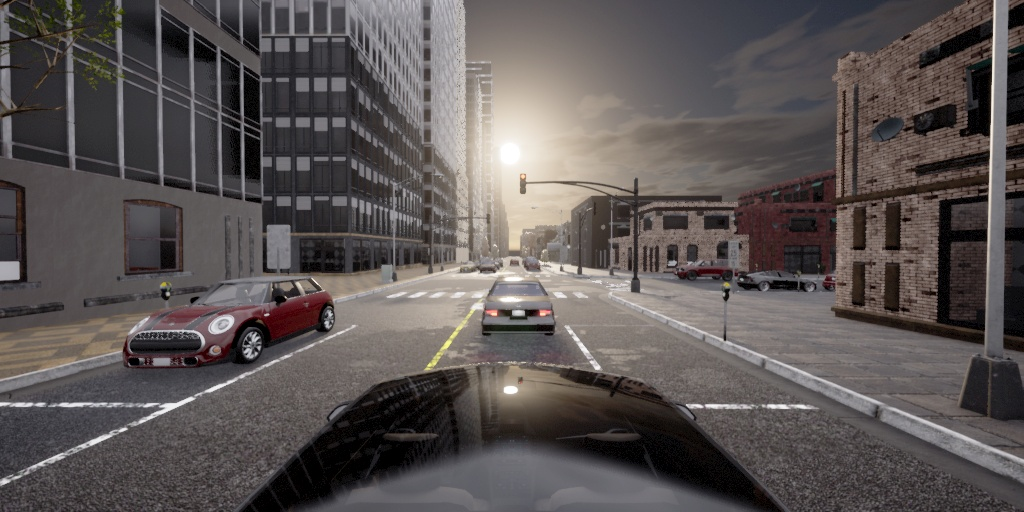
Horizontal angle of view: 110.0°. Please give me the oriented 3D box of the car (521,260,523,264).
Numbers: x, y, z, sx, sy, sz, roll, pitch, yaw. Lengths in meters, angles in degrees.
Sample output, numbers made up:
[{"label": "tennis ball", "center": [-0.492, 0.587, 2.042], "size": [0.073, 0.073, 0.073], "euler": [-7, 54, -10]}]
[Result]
[{"label": "car", "center": [3.070, 1.049, 62.568], "size": [2.192, 1.841, 5.009], "euler": [0, 0, 0]}]

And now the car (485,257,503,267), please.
[{"label": "car", "center": [-2.773, 1.283, 53.733], "size": [2.033, 1.411, 5.357], "euler": [0, 0, 0]}]

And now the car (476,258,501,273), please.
[{"label": "car", "center": [-2.834, 1.285, 43.590], "size": [2.033, 1.411, 5.357], "euler": [0, 0, 0]}]

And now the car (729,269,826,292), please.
[{"label": "car", "center": [16.540, 1.545, 22.533], "size": [4.313, 1.339, 1.948], "euler": [0, 0, 1]}]

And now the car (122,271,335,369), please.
[{"label": "car", "center": [-5.656, 1.188, 7.797], "size": [1.967, 1.591, 4.097], "euler": [0, 0, 0]}]

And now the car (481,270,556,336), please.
[{"label": "car", "center": [0.153, 1.295, 10.363], "size": [2.033, 1.411, 5.357], "euler": [0, 0, 0]}]

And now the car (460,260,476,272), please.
[{"label": "car", "center": [-5.555, 1.263, 45.575], "size": [1.751, 1.417, 4.829], "euler": [0, 0, 0]}]

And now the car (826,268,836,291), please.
[{"label": "car", "center": [22.087, 1.472, 22.427], "size": [4.097, 1.591, 1.967], "euler": [0, 0, 1]}]

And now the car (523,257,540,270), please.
[{"label": "car", "center": [2.999, 1.176, 51.280], "size": [1.967, 1.591, 4.097], "euler": [0, 0, 0]}]

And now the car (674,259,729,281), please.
[{"label": "car", "center": [16.699, 1.162, 30.911], "size": [5.009, 1.841, 2.192], "euler": [0, 0, 1]}]
